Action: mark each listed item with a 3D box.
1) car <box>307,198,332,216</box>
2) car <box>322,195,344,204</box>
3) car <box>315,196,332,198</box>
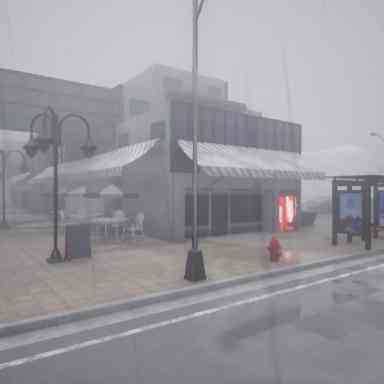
[{"bbox_3d":[13.537,1.596,32.168,1.837,1.490,4.892,0,0,-36],"label":"car"},{"bbox_3d":[28.335,1.487,66.886,4.514,1.523,2.007,0,0,-36],"label":"car"},{"bbox_3d":[19.063,1.342,48.767,5.027,1.636,2.152,0,0,-36],"label":"car"}]
